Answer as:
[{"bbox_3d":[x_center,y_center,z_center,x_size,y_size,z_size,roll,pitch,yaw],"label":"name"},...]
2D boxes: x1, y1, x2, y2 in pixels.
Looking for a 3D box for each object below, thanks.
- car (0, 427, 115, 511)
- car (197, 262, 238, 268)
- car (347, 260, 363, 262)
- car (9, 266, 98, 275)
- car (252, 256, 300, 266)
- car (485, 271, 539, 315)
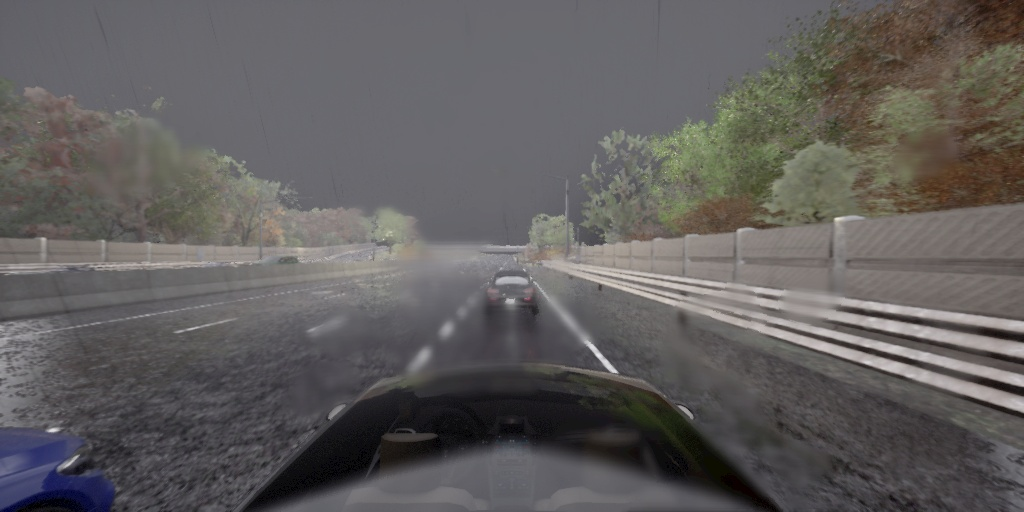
[{"bbox_3d":[-3.400,1.278,0.236,1.812,1.442,4.674,0,0,0],"label":"car"},{"bbox_3d":[-28.080,1.295,34.122,2.033,1.411,5.357,0,0,0],"label":"car"},{"bbox_3d":[-21.005,1.234,47.596,1.882,1.535,5.008,0,0,0],"label":"car"},{"bbox_3d":[-31.542,1.344,25.243,1.895,1.301,4.718,0,0,1],"label":"car"},{"bbox_3d":[-24.569,0.975,37.513,2.150,2.045,5.566,0,0,0],"label":"car"},{"bbox_3d":[0.000,1.268,13.461,1.812,1.442,4.674,0,0,0],"label":"car"}]
